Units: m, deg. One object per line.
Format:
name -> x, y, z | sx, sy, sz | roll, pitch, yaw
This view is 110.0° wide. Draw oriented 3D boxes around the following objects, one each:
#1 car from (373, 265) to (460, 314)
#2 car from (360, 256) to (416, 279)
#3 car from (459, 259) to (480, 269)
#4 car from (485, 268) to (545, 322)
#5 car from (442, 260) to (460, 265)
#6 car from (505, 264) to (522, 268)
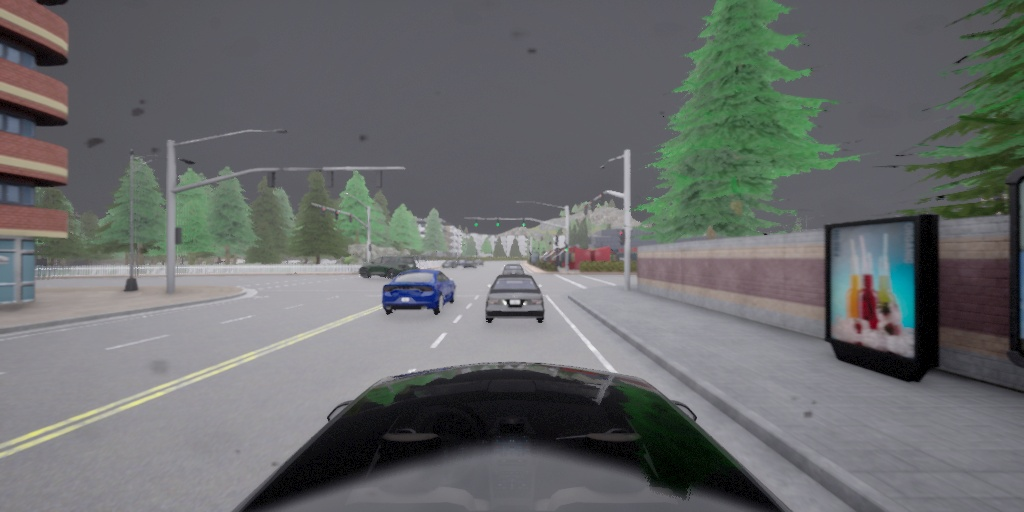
car -> -3.406, 1.262, 13.946 | 1.882, 1.535, 5.008 | 0, 0, 0
car -> -10.877, 1.029, 31.547 | 5.566, 2.045, 2.150 | 0, -1, 29
car -> -7.015, 1.458, 60.022 | 2.033, 1.411, 5.357 | 0, 0, 1
car -> 0.093, 1.327, 12.412 | 2.033, 1.411, 5.357 | 0, 0, 0
car -> -10.520, 1.403, 60.351 | 2.128, 1.511, 4.902 | 0, 0, 1
car -> 0.109, 1.366, 30.262 | 2.033, 1.411, 5.357 | 0, 0, 0
